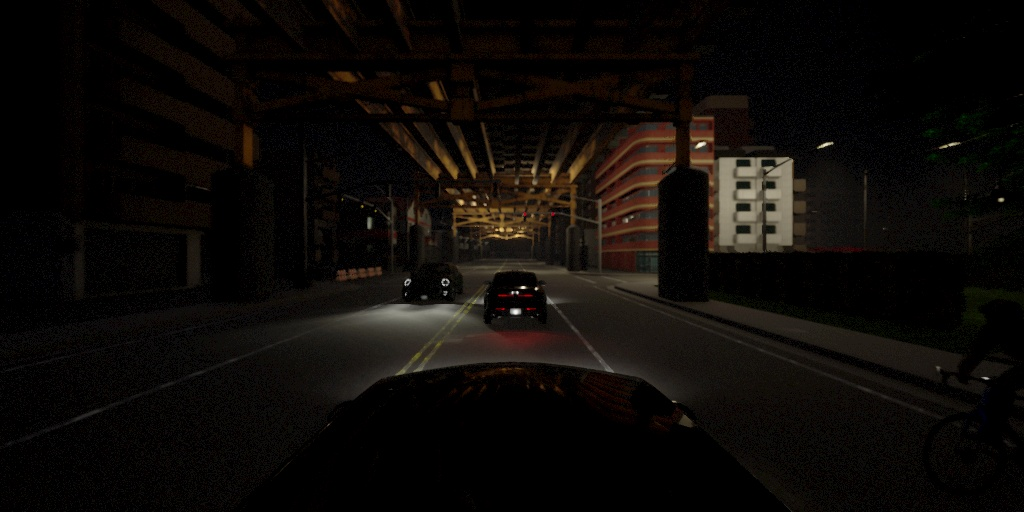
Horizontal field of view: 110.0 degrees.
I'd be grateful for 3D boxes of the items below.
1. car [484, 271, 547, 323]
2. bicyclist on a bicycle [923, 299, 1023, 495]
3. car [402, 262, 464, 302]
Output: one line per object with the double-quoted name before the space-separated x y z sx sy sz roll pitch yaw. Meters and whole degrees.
"car" 0.099 1.242 12.020 1.837 1.490 4.892 0 0 0
"bicyclist on a bicycle" 4.246 1.187 2.989 1.656 1.620 0.582 -1 0 0
"car" -3.534 1.084 16.783 2.097 1.767 4.553 0 0 1
